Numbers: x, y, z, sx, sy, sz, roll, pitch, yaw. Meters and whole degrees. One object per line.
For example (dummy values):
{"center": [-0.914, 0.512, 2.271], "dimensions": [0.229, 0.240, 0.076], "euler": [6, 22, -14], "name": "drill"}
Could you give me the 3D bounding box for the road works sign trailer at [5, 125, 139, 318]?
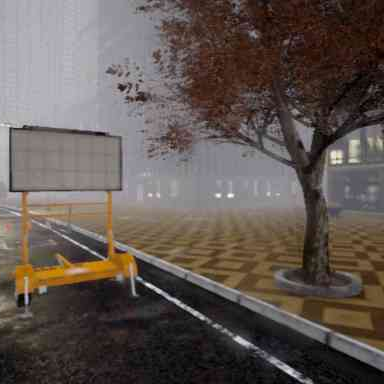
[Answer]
{"center": [-2.805, 0.388, 7.554], "dimensions": [2.380, 3.560, 2.880], "euler": [-1, 1, -32], "name": "road works sign trailer"}
